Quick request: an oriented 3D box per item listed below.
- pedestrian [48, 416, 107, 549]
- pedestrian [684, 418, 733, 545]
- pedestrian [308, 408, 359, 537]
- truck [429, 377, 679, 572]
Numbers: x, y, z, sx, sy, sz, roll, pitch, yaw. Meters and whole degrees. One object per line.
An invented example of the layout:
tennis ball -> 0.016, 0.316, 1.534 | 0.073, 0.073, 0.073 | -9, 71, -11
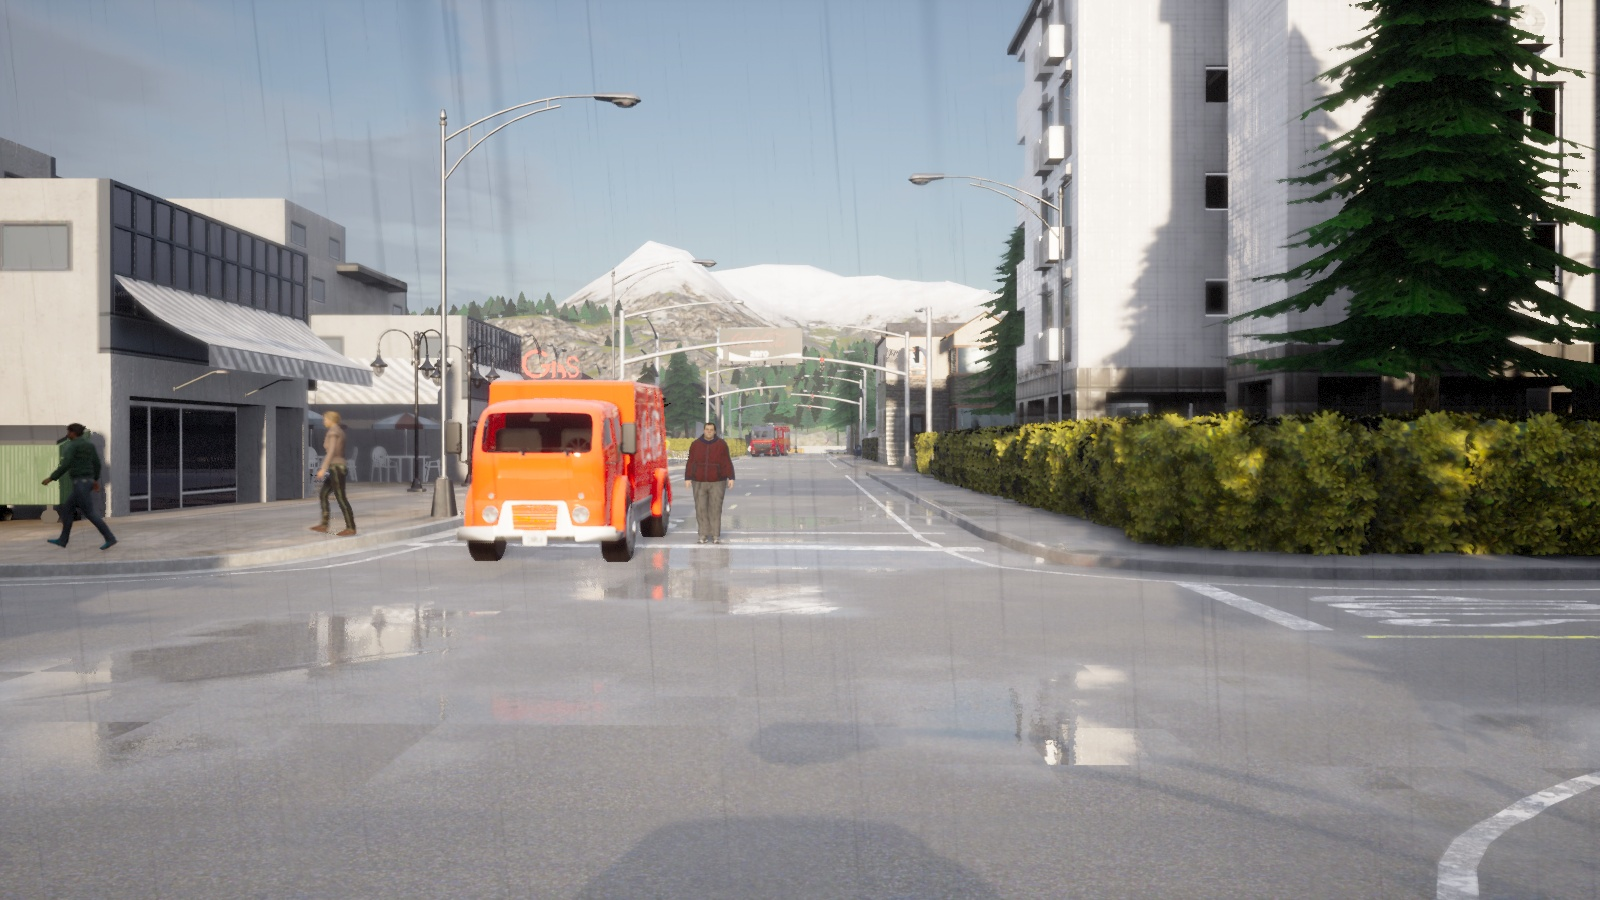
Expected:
pedestrian -> -10.148, 0.457, 17.649 | 0.614, 1.847, 0.353 | 0, 0, -2
pedestrian -> -1.349, 0.449, 18.665 | 0.634, 1.844, 0.899 | 0, 0, 2
pedestrian -> -6.778, 0.325, 18.243 | 0.634, 1.846, 0.331 | 0, 0, -7
truck -> -3.375, 0.204, 18.556 | 2.627, 2.467, 5.204 | 0, 2, 0
